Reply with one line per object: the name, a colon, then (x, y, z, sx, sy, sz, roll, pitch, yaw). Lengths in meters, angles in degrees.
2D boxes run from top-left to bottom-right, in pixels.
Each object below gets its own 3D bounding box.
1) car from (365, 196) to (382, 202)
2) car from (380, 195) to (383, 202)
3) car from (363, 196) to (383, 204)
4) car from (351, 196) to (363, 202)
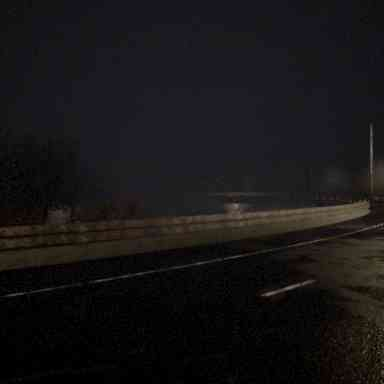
car: (43.355, 1.688, 79.534, 1.895, 1.301, 4.718, 0, 0, 4)
car: (46.826, 1.577, 79.076, 1.837, 1.490, 4.892, 0, 0, 4)
car: (38.153, 1.781, 69.581, 1.994, 1.385, 4.181, 0, 0, 10)
car: (39.847, 1.800, 79.684, 1.812, 1.442, 4.674, 0, 0, 4)
